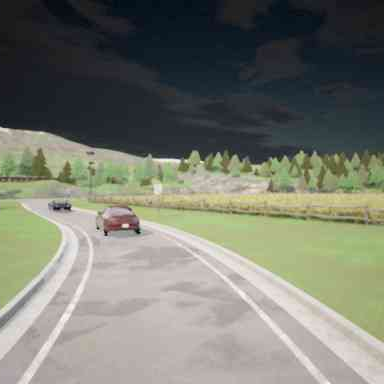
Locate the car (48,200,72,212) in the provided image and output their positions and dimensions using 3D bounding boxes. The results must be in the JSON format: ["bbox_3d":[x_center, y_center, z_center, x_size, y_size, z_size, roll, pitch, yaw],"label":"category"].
[{"bbox_3d":[-14.991,1.513,37.539,1.895,1.301,4.718,0,0,-31],"label":"car"}]

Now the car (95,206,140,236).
[{"bbox_3d":[-4.111,1.468,18.180,1.812,1.442,4.674,0,0,-23],"label":"car"}]
